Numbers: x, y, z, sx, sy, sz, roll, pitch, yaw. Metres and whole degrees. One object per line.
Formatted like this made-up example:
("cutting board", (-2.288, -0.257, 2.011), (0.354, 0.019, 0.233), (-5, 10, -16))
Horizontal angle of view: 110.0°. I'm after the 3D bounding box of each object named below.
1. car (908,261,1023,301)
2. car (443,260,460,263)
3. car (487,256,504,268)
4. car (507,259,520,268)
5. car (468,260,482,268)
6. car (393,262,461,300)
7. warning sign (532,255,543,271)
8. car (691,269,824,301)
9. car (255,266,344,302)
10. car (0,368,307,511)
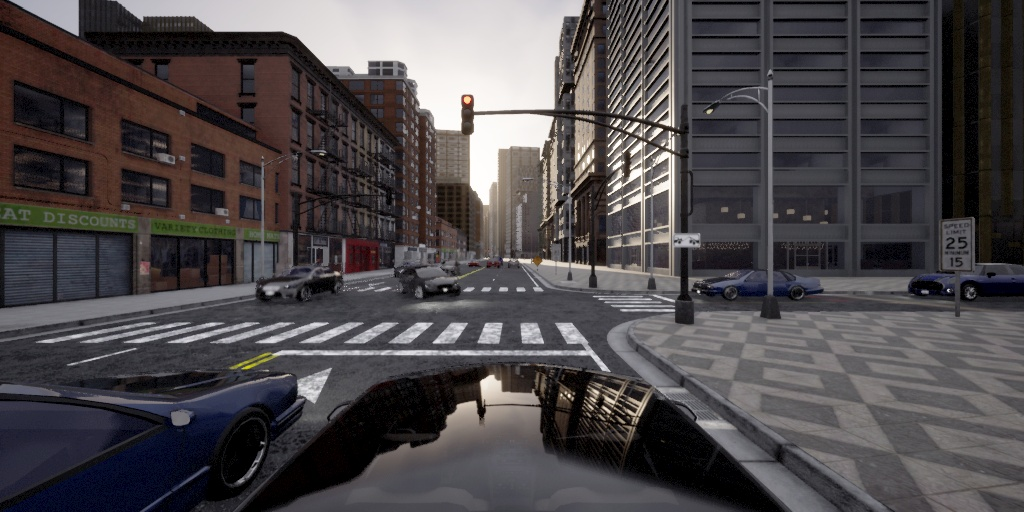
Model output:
("car", (21.784, 1.120, 16.941), (4.553, 1.767, 2.097), (0, 0, 1))
("car", (-6.479, 1.242, 37.132), (1.837, 1.490, 4.892), (0, 0, 0))
("car", (-2.966, 1.068, 59.468), (2.097, 1.767, 4.553), (0, 0, 2))
("car", (0.299, 1.208, 59.846), (2.128, 1.511, 4.902), (0, 0, 0))
("car", (-6.327, 1.316, 61.149), (1.895, 1.301, 4.718), (0, 0, 1))
("car", (-4.316, 1.255, 18.043), (1.837, 1.490, 4.892), (-3, 2, -33))
("warning sign", (2.988, 0.848, 42.157), (1.300, 1.860, 1.060), (0, 0, 0))
("car", (11.523, 1.311, 17.017), (5.357, 1.411, 2.033), (0, 0, 1))
("car", (-9.798, 1.242, 16.985), (2.128, 1.511, 4.902), (0, 0, 0))
("car", (-3.150, 1.297, 1.392), (2.033, 1.411, 5.357), (0, 0, 0))
